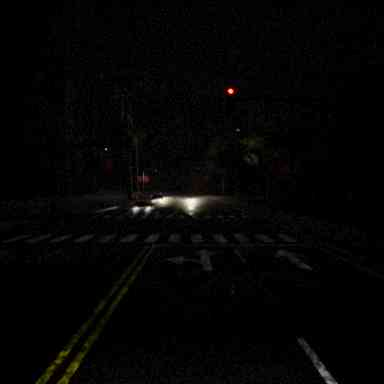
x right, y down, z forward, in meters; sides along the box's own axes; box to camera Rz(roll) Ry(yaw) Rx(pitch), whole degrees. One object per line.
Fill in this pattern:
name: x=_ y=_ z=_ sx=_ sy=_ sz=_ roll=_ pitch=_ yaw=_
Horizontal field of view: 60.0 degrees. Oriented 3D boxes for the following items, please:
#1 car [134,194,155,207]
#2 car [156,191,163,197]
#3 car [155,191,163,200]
car: x=-6.515 y=1.148 z=44.881 sx=1.882 sy=1.535 sz=5.008 roll=0 pitch=2 yaw=0
car: x=-8.614 y=0.493 z=87.617 sx=1.837 sy=1.490 sz=4.892 roll=0 pitch=1 yaw=-6
car: x=-7.195 y=0.939 z=69.990 sx=1.994 sy=1.385 sz=4.181 roll=0 pitch=1 yaw=-3
